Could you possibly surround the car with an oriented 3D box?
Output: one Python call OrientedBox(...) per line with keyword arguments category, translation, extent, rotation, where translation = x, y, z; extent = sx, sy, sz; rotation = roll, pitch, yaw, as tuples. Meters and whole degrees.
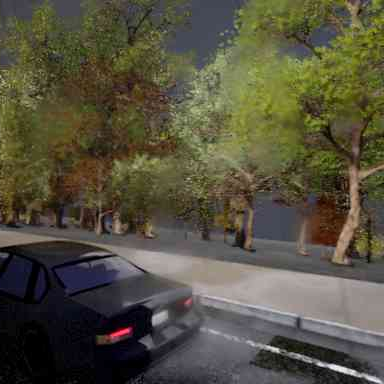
OrientedBox(category="car", translation=(-2.420, 1.535, 5.406), extent=(5.357, 1.411, 2.033), rotation=(0, 0, 36))
